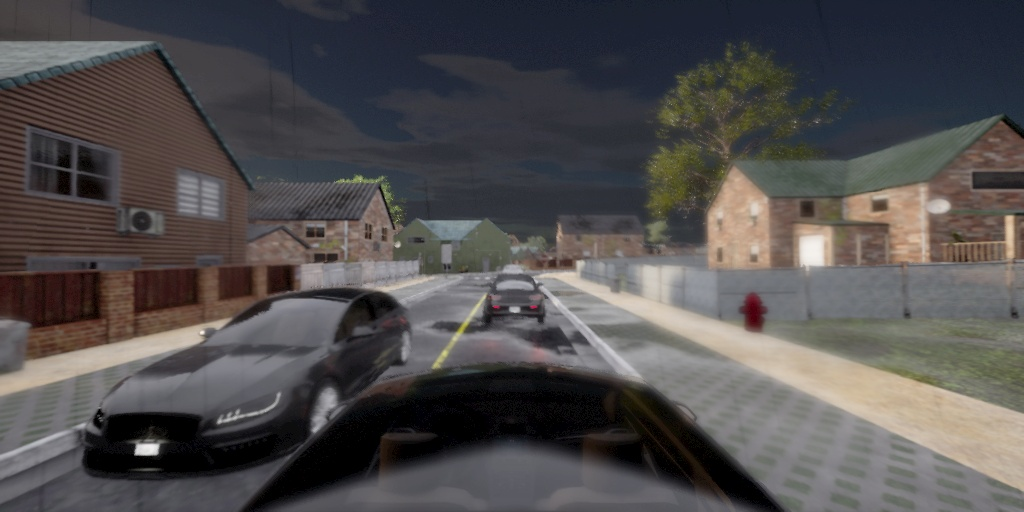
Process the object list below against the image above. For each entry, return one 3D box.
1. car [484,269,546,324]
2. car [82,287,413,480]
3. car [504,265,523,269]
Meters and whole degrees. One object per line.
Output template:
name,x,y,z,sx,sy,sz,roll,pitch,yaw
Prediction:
car,0.093,1.327,12.160,1.812,1.442,4.674,0,0,0
car,-2.850,1.271,5.230,1.837,1.490,4.892,0,0,0
car,0.096,1.408,26.976,1.812,1.442,4.674,0,0,0
